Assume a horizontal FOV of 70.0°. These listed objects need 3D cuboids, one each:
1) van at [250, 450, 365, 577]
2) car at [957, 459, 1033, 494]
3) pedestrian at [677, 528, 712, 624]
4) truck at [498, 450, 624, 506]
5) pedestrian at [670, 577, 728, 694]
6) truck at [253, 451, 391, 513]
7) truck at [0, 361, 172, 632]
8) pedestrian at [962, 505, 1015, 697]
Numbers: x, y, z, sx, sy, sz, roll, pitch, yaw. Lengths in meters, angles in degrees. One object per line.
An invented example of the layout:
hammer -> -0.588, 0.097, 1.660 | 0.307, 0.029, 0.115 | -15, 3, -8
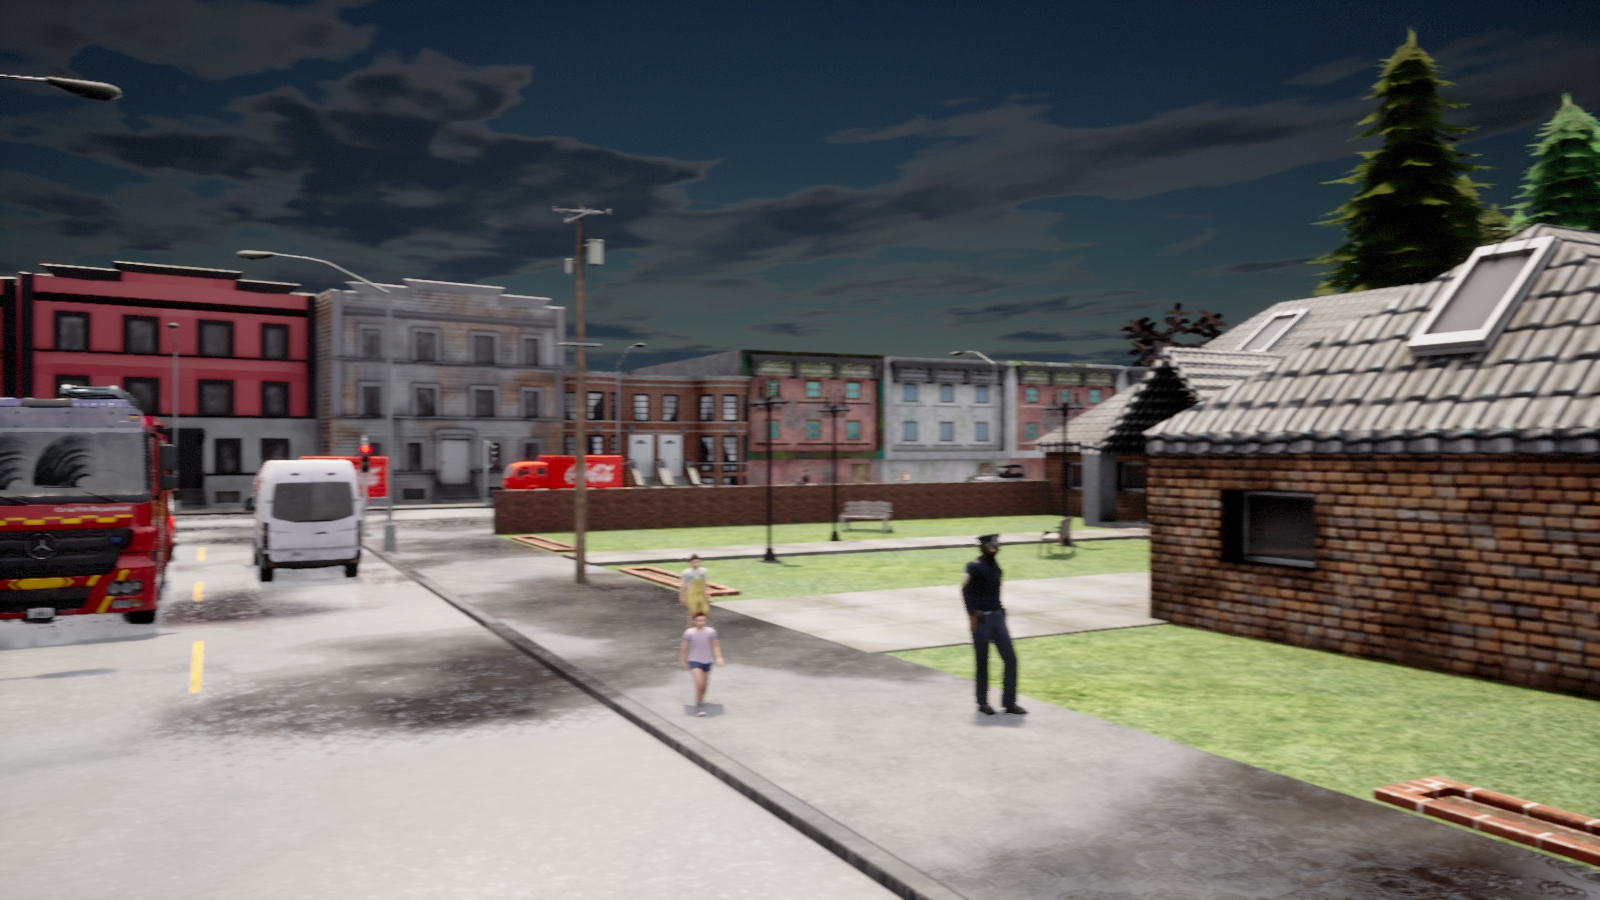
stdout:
van -> -11.361, 1.282, 26.112 | 1.988, 2.561, 5.915 | 0, 0, -27
car -> 10.984, 1.492, 64.386 | 3.866, 1.878, 1.905 | 0, 0, -27
pedestrian -> -1.495, 1.775, 16.192 | 0.375, 1.300, 0.375 | 0, 0, -26
truck -> -11.083, 1.263, 53.017 | 5.204, 2.467, 2.627 | 0, 0, -27
pedestrian -> -1.039, 1.883, 11.700 | 0.500, 1.100, 0.500 | 0, 0, -18
truck -> -20.212, 1.288, 48.299 | 5.204, 2.467, 2.627 | 0, 0, -27
truck -> -12.816, 0.652, 20.102 | 2.891, 3.827, 8.468 | 0, 0, -28
pedestrian -> 1.887, 1.498, 11.468 | 0.375, 1.860, 0.375 | 0, 0, -28
